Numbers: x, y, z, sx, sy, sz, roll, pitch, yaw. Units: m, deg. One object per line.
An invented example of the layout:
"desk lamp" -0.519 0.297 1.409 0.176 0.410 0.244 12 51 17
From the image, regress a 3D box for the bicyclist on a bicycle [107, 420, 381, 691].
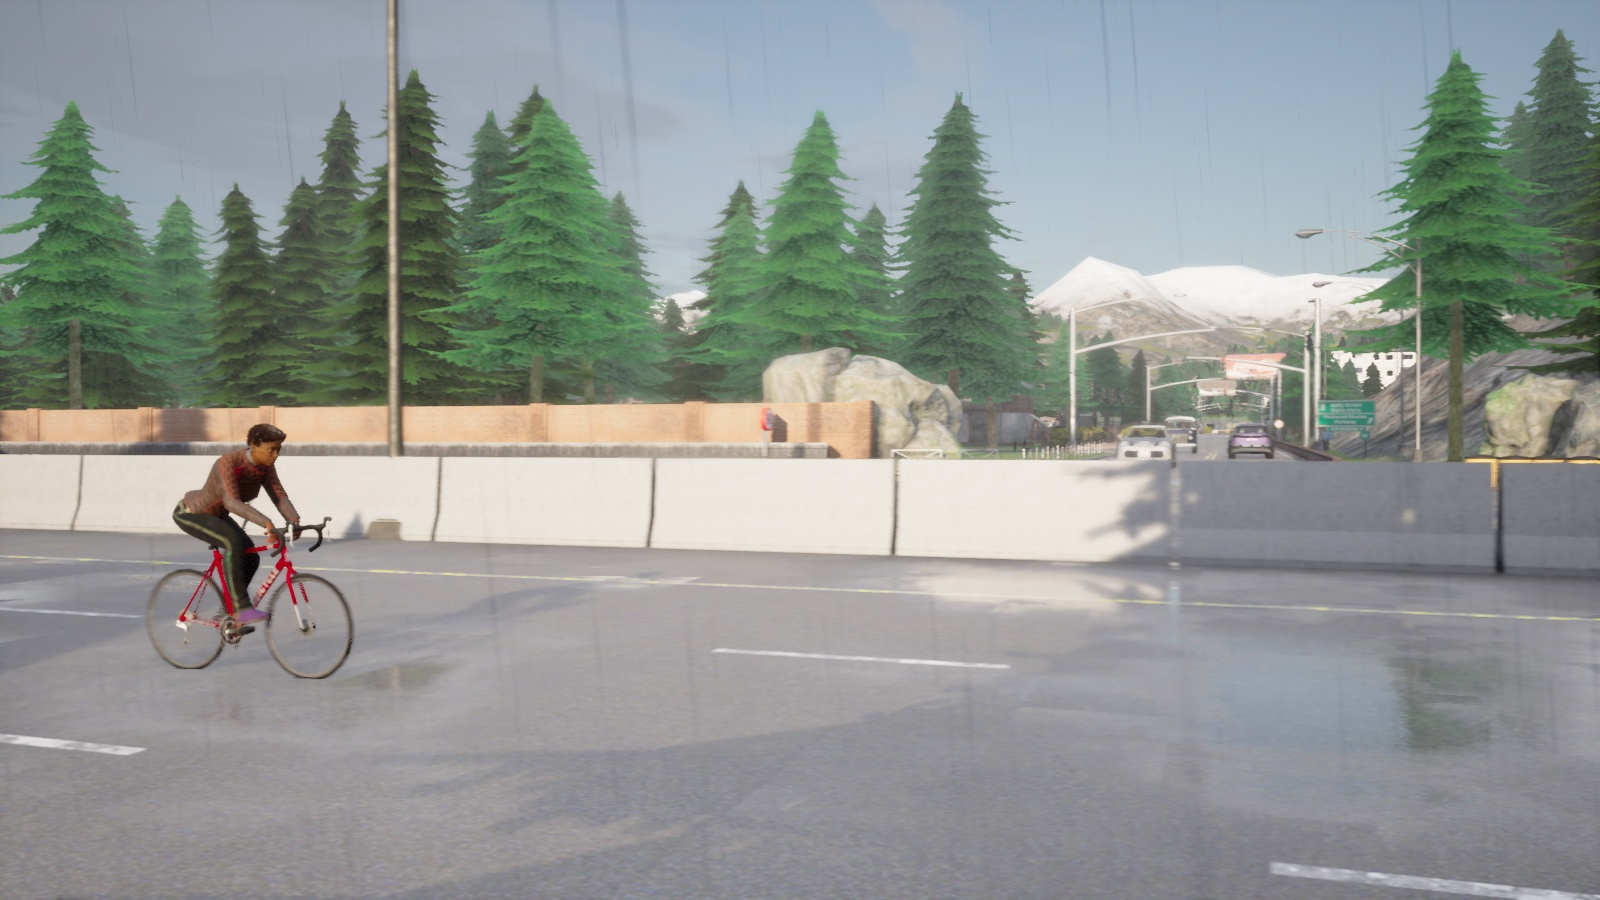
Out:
"bicyclist on a bicycle" -3.584 0.628 8.091 1.656 1.620 0.582 1 1 19

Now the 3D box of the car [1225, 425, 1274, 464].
"car" 20.434 -0.277 57.171 2.033 1.649 4.856 1 1 19

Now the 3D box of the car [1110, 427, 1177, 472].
"car" 11.784 -0.051 42.933 1.970 1.475 3.806 1 1 19

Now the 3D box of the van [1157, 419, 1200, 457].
"van" 20.654 -0.670 68.478 2.069 2.038 4.480 1 1 19
